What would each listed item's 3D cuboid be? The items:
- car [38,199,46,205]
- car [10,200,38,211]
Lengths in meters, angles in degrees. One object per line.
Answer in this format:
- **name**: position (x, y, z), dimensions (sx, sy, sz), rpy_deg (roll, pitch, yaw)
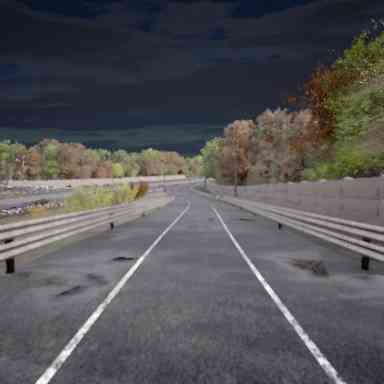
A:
- **car**: position (-35.274, 2.343, 79.228), dimensions (1.837, 1.490, 4.892), rpy_deg (2, 4, 17)
- **car**: position (-34.876, 3.081, 68.403), dimensions (1.882, 1.535, 5.008), rpy_deg (2, 4, 17)
